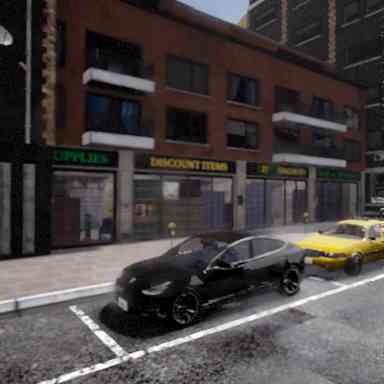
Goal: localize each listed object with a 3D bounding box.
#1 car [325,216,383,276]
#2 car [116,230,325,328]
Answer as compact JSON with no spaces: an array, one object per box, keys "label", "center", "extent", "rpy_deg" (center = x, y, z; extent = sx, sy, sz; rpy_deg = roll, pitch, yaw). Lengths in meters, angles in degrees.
[{"label":"car","center":[4.985,1.450,10.109],"extent":[4.829,1.417,1.752],"rpy_deg":[-1,1,-36]},{"label":"car","center":[0.591,1.532,6.971],"extent":[4.313,1.339,1.947],"rpy_deg":[-1,1,-36]}]
